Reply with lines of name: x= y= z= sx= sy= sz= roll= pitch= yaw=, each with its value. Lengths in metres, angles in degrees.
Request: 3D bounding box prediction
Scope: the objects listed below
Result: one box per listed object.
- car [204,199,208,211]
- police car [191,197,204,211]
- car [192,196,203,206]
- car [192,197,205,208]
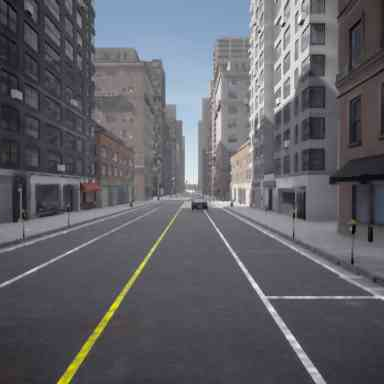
car: x=2.753 y=1.526 z=36.979 sx=2.008 sy=1.369 sz=4.403 roll=-1 pitch=0 yaw=0
police car: x=0.900 y=1.434 z=40.196 sx=1.930 sy=1.638 sz=5.238 roll=0 pitch=0 yaw=0
car: x=0.901 y=1.518 z=56.087 sx=1.882 sy=1.535 sz=5.008 roll=0 pitch=0 yaw=0
car: x=0.900 y=1.502 z=50.087 sx=1.882 sy=1.535 sz=5.008 roll=0 pitch=0 yaw=0
